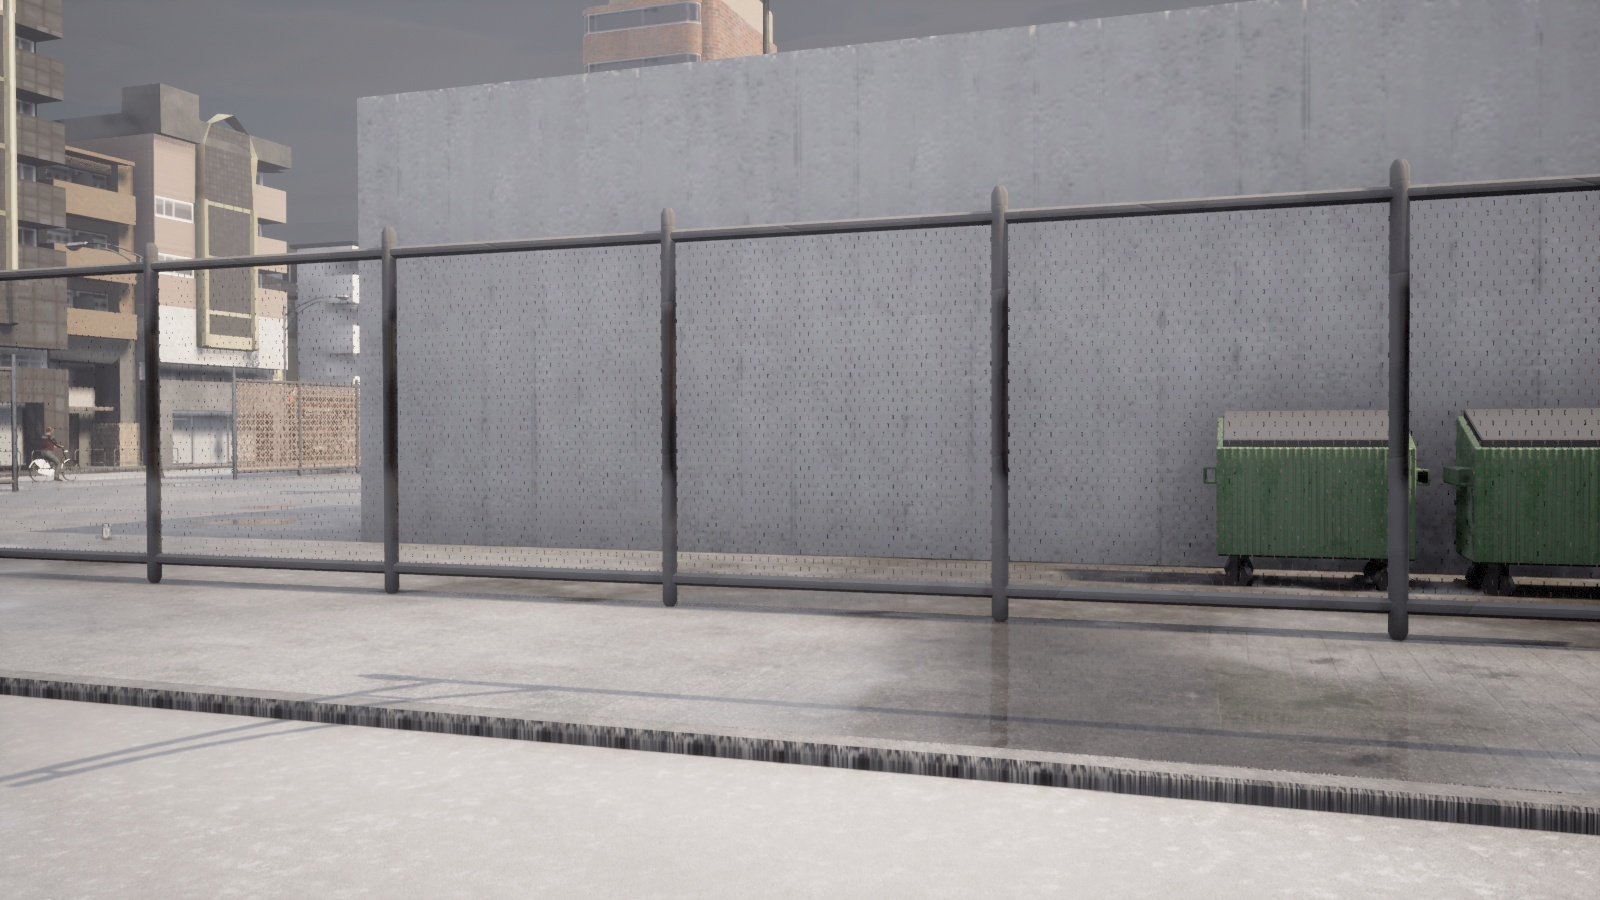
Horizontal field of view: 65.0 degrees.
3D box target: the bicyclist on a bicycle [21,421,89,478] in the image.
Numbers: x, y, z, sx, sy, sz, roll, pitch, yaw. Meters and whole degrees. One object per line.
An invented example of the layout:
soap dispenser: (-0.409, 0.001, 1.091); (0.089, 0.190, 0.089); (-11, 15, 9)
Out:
bicyclist on a bicycle: (-23.671, -0.031, 39.939); (0.659, 1.776, 1.843); (1, 1, 19)
